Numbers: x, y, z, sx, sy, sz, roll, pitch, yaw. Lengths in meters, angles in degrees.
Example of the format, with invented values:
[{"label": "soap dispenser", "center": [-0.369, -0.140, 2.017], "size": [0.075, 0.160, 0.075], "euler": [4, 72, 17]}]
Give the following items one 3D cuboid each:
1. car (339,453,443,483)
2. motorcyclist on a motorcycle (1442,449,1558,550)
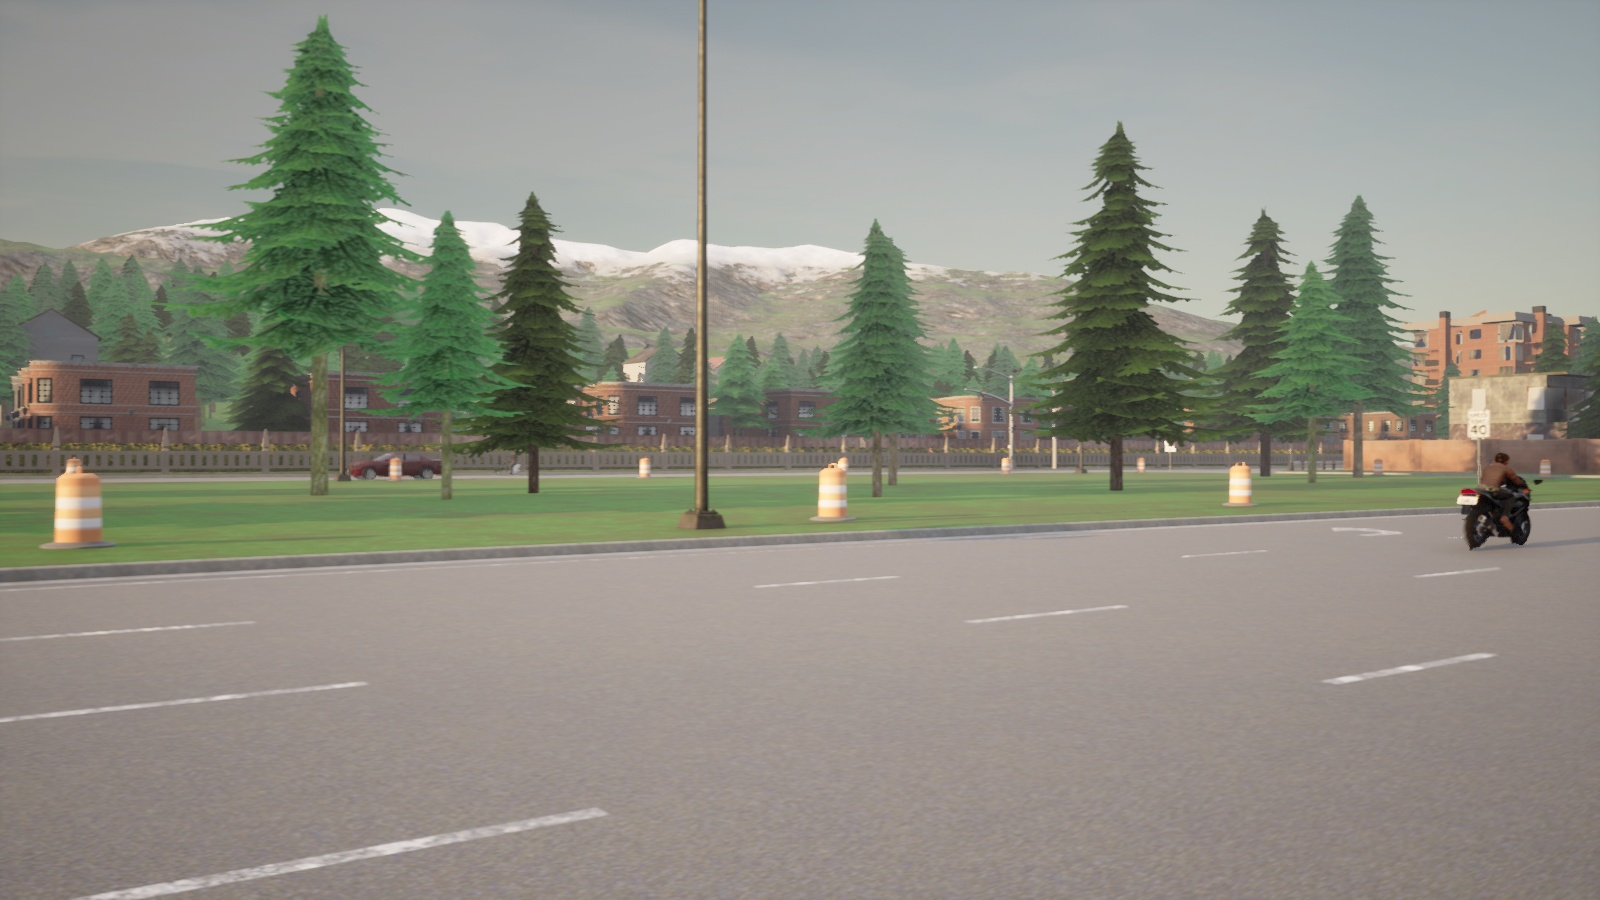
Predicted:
[{"label": "car", "center": [-21.989, 0.935, 67.614], "size": [5.008, 1.535, 1.882], "euler": [0, 0, -35]}, {"label": "motorcyclist on a motorcycle", "center": [11.124, 0.752, 19.931], "size": [2.044, 1.523, 0.797], "euler": [0, 0, -35]}]
